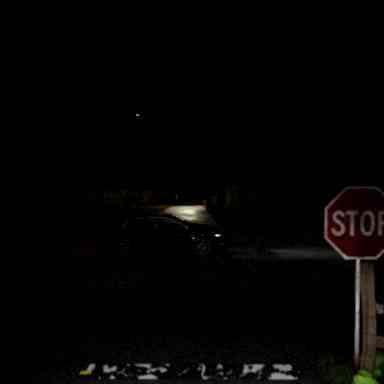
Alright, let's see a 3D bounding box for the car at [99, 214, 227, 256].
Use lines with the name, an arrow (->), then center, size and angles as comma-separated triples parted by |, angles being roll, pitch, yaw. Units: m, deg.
car -> -1.115, 1.619, 13.049 | 4.902, 1.511, 2.128 | 0, -1, 0
